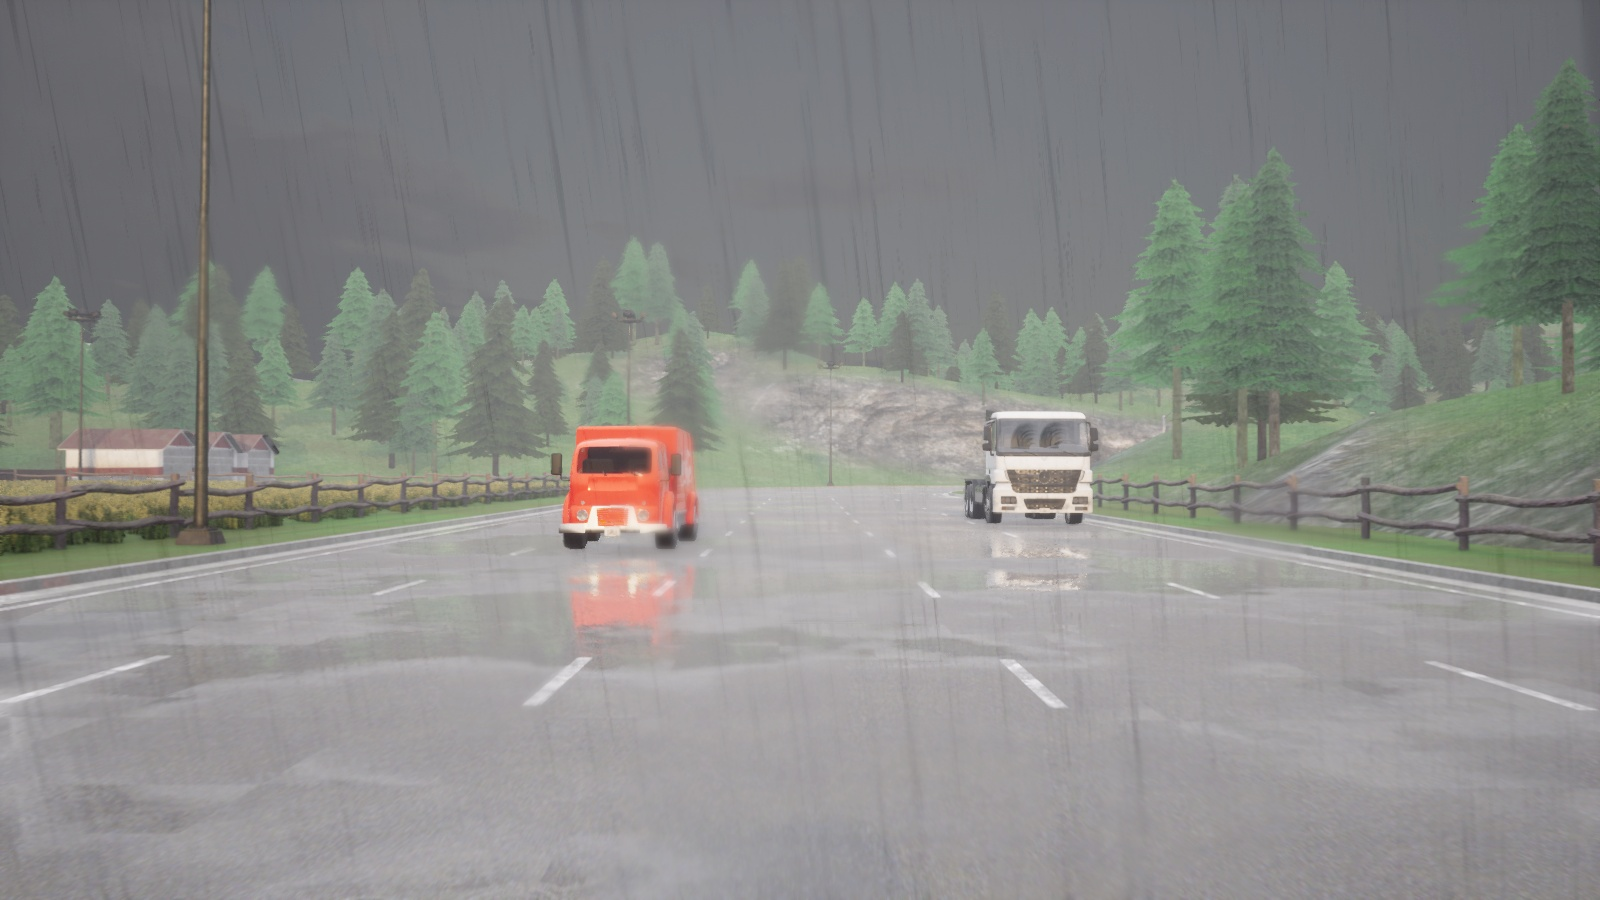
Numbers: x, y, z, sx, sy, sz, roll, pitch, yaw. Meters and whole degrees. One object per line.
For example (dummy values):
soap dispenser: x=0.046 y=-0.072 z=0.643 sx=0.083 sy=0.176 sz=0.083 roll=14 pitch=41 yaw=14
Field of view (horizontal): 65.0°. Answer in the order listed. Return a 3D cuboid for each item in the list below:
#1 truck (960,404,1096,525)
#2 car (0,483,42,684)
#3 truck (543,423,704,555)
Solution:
truck: x=7.017 y=0.472 z=39.883 sx=2.891 sy=3.462 sz=7.936 roll=0 pitch=-1 yaw=0
car: x=-7.019 y=0.967 z=7.447 sx=2.163 sy=1.488 sz=4.792 roll=0 pitch=-1 yaw=0
truck: x=-3.518 y=0.781 z=26.228 sx=2.627 sy=2.467 sz=5.204 roll=0 pitch=-1 yaw=0
